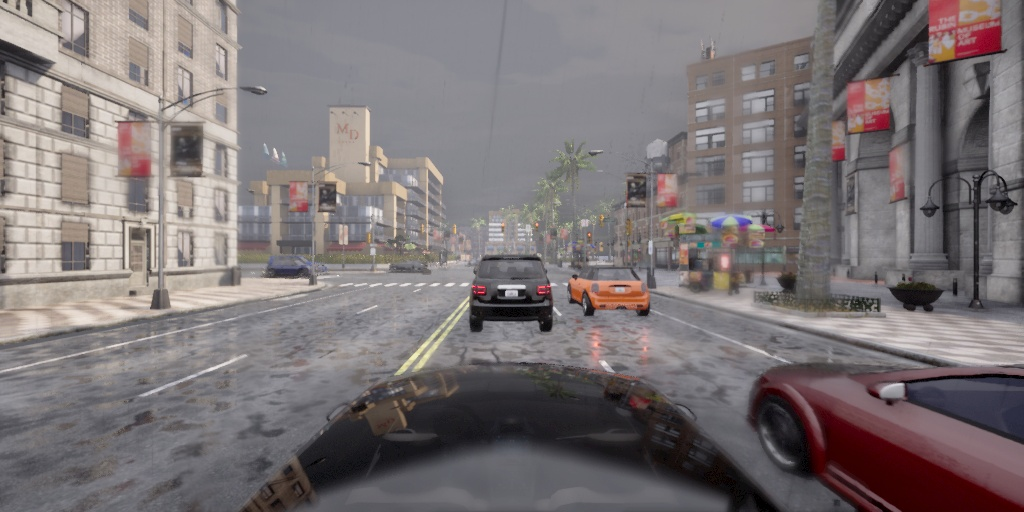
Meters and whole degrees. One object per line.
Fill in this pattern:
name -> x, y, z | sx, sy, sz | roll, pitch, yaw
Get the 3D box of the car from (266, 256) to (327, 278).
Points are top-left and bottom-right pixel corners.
car -> -20.379, 1.097, 33.736 | 4.553, 1.767, 2.097 | 0, 0, 2

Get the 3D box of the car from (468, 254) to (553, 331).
car -> -0.043, 0.970, 11.085 | 2.150, 2.045, 5.566 | 0, 0, -1

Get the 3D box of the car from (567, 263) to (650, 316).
car -> 3.432, 1.100, 13.570 | 2.097, 1.767, 4.553 | 0, 0, -1

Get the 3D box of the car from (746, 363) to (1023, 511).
car -> 3.458, 1.312, 2.078 | 1.994, 1.385, 4.181 | 0, 0, 1

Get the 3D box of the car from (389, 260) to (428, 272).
car -> -13.067, 1.235, 45.241 | 4.902, 1.511, 2.128 | 0, 0, 14
